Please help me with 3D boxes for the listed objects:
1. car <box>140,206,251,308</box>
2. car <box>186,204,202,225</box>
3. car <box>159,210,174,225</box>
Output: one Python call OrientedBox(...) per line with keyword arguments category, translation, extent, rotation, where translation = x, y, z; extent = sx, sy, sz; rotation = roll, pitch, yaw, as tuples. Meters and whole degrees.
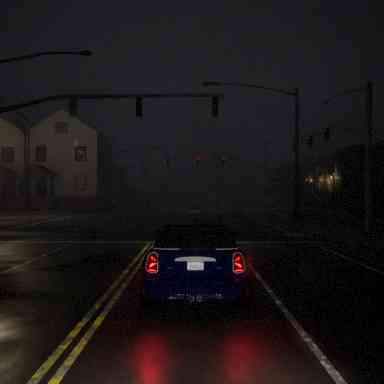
OrientedBox(category="car", translation=(0.081, 1.352, 8.112), extent=(2.097, 1.767, 4.553), rotation=(0, 0, 0))
OrientedBox(category="car", translation=(0.234, 3.302, 46.709), extent=(2.150, 2.045, 5.566), rotation=(-1, -13, -1))
OrientedBox(category="car", translation=(-3.543, 3.673, 46.730), extent=(1.812, 1.442, 4.674), rotation=(-1, -13, -1))
